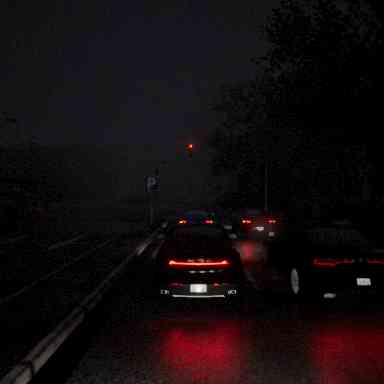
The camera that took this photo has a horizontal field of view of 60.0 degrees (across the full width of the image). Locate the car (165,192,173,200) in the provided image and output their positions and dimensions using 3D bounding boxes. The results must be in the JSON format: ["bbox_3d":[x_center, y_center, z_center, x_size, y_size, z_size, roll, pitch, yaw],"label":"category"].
[{"bbox_3d":[-8.085,1.355,86.645,4.674,1.452,2.002,-1,0,-12],"label":"car"}]

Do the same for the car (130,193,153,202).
[{"bbox_3d":[-10.416,1.194,68.665,4.553,1.767,2.185,-1,0,-14],"label":"car"}]

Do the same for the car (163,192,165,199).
[{"bbox_3d":[-9.310,1.357,77.666,4.674,1.452,2.002,-1,0,-13],"label":"car"}]

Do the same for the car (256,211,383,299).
[{"bbox_3d":[3.140,1.488,8.544,1.882,1.535,5.008,0,0,0],"label":"car"}]

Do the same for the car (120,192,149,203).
[{"bbox_3d":[-11.179,1.356,62.724,4.792,1.488,2.163,-1,0,-15],"label":"car"}]

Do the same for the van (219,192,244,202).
[{"bbox_3d":[7.559,1.041,65.238,4.442,1.987,1.878,1,0,-14],"label":"van"}]

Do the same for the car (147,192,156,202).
[{"bbox_3d":[-10.522,1.313,65.713,5.366,1.575,1.946,-1,0,-14],"label":"car"}]

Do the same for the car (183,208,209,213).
[{"bbox_3d":[0.216,1.550,17.630,1.812,1.442,4.674,0,0,1],"label":"car"}]

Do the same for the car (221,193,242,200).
[{"bbox_3d":[9.810,1.126,82.897,4.553,1.767,2.185,1,0,-12],"label":"car"}]

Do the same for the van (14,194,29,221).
[{"bbox_3d":[-13.513,1.296,21.950,4.442,1.987,1.878,-1,0,-19],"label":"van"}]

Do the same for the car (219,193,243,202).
[{"bbox_3d":[7.956,1.139,68.206,4.553,1.767,2.185,1,0,-13],"label":"car"}]

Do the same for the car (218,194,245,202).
[{"bbox_3d":[8.505,1.262,71.197,5.366,1.575,1.946,1,0,-13],"label":"car"}]

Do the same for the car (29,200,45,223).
[{"bbox_3d":[-13.525,1.403,24.927,4.553,1.767,2.185,-1,0,-19],"label":"car"}]

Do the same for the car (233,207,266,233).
[{"bbox_3d":[3.235,1.550,17.884,1.812,1.442,4.674,0,0,1],"label":"car"}]

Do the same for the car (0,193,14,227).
[{"bbox_3d":[-13.642,1.267,18.914,5.566,2.045,2.435,-1,0,-19],"label":"car"}]

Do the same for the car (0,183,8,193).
[{"bbox_3d":[-30.934,-0.427,53.738,2.435,2.045,5.566,6,-3,-19],"label":"car"}]

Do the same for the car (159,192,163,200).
[{"bbox_3d":[-9.696,1.319,74.673,4.892,1.521,2.231,-1,0,-13],"label":"car"}]

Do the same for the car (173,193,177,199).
[{"bbox_3d":[-7.621,1.062,89.649,5.566,2.045,2.435,-1,0,-12],"label":"car"}]

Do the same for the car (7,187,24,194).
[{"bbox_3d":[-27.939,0.135,53.664,2.002,1.452,4.674,6,-3,-19],"label":"car"}]

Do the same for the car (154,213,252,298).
[{"bbox_3d":[0.139,1.515,8.506,1.837,1.490,4.892,0,0,0],"label":"car"}]

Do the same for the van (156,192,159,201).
[{"bbox_3d":[-9.937,1.091,71.703,4.442,1.987,1.878,-1,0,-14],"label":"van"}]
